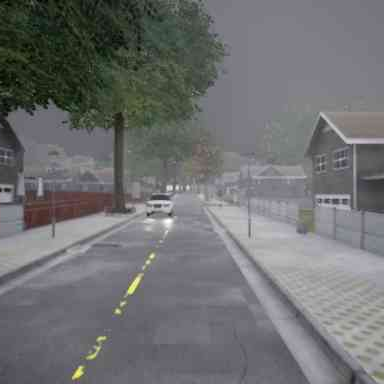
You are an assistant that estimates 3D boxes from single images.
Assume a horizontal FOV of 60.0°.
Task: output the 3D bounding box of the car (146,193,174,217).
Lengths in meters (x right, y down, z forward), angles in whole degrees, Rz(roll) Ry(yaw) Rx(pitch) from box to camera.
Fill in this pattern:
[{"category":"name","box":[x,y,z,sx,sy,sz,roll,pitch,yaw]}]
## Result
[{"category":"car","box":[-2.820,1.099,30.258,2.150,2.045,5.566,0,0,0]}]
